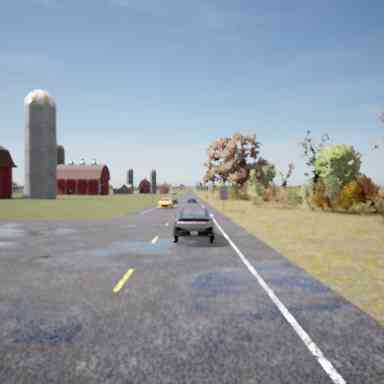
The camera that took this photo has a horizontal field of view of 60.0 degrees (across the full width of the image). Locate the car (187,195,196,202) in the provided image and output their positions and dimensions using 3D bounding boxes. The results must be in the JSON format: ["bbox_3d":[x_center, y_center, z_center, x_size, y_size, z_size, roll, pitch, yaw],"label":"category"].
[{"bbox_3d":[-0.005,1.514,78.140,2.033,1.411,5.357,0,0,0],"label":"car"}]

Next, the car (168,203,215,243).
[{"bbox_3d":[0.095,1.510,16.367,2.128,1.511,4.902,0,0,0],"label":"car"}]

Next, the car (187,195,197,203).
[{"bbox_3d":[-0.004,1.604,68.140,1.812,1.442,4.674,0,0,0],"label":"car"}]

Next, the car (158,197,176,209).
[{"bbox_3d":[-3.590,1.535,45.897,1.882,1.535,5.008,0,0,0],"label":"car"}]

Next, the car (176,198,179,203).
[{"bbox_3d":[-3.525,1.676,62.148,1.895,1.301,4.718,0,0,1],"label":"car"}]
